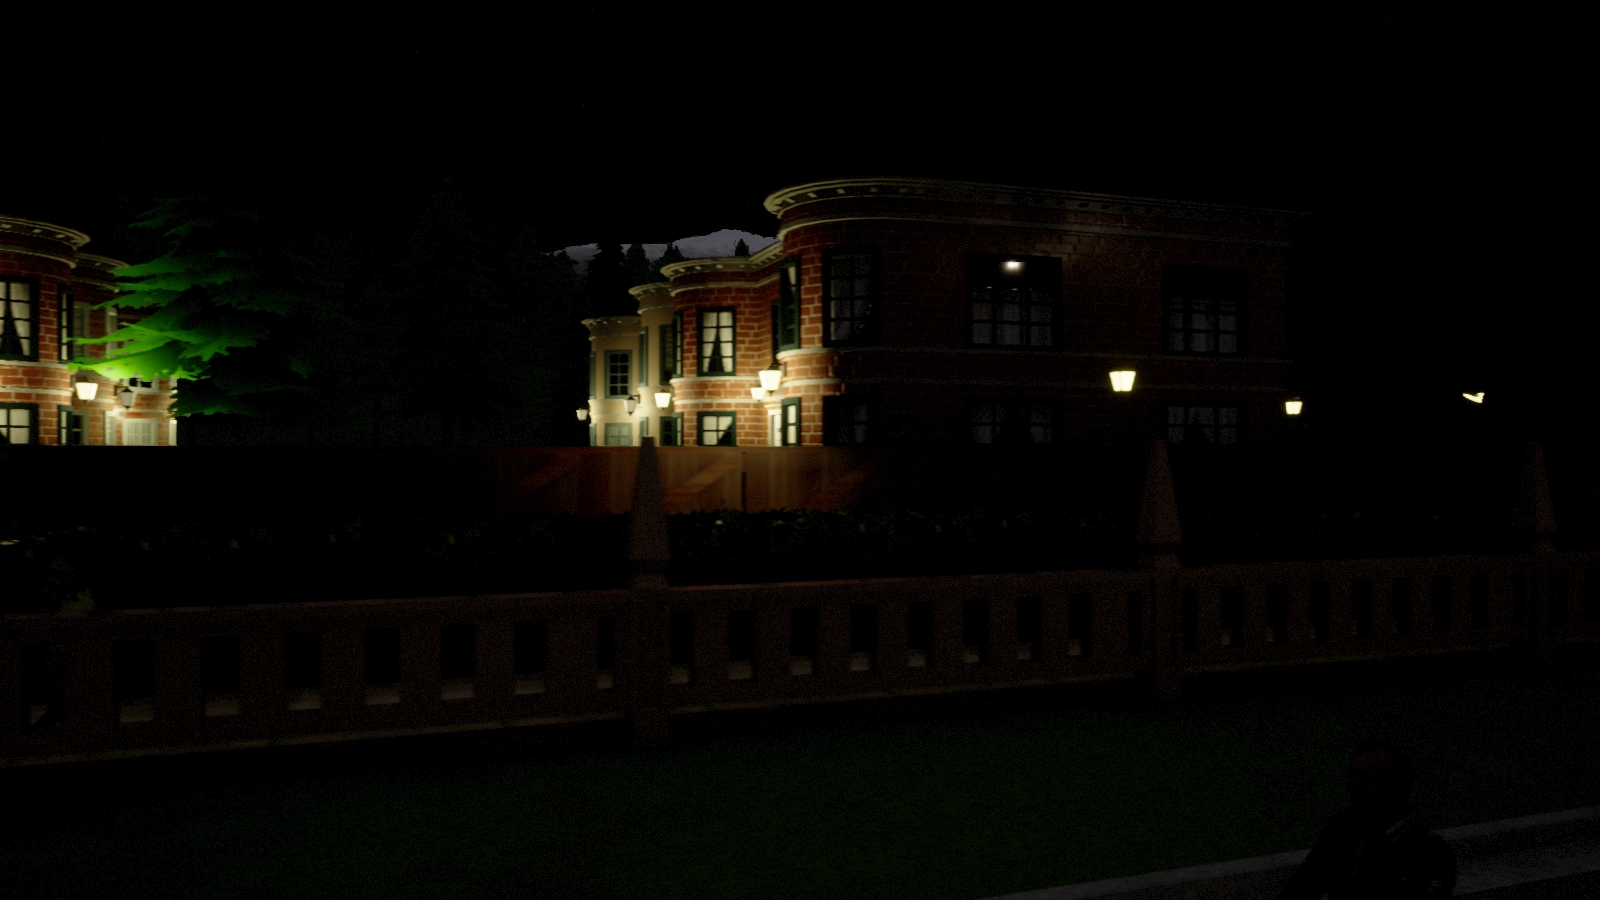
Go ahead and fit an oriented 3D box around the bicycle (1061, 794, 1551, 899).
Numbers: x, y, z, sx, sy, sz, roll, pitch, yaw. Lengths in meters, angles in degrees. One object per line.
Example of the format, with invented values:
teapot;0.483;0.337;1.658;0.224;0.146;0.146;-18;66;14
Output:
bicycle;1.778;2.062;3.939;1.835;1.471;0.329;0;0;-20

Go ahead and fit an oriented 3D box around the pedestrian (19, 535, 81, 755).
pedestrian;-6.604;1.695;10.067;0.375;1.860;0.375;0;0;-19
